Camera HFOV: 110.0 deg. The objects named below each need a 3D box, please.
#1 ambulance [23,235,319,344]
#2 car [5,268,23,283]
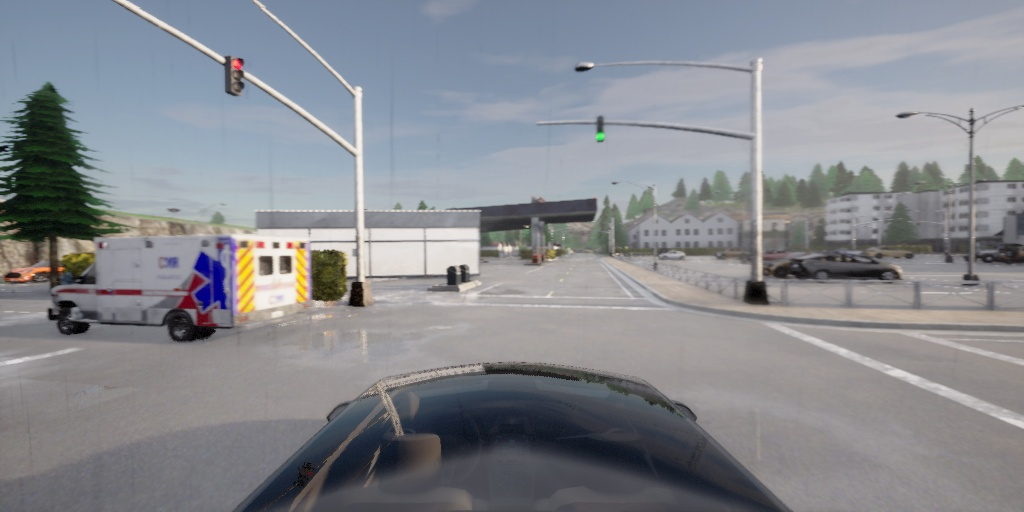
[{"bbox_3d":[-8.630,0.758,9.396,6.366,2.431,2.351,-1,1,11],"label":"ambulance"},{"bbox_3d":[-35.626,1.094,27.928,2.097,1.767,4.553,-1,1,5],"label":"car"}]
